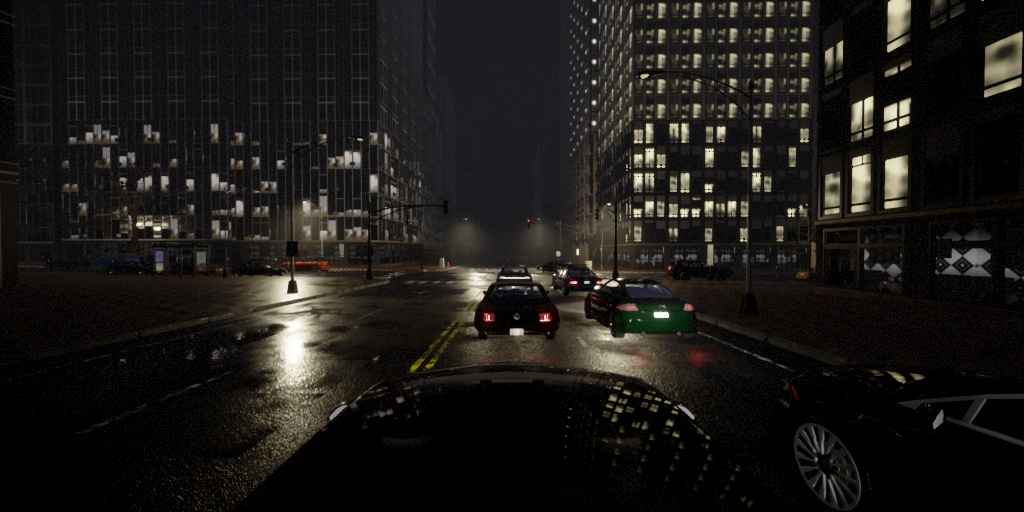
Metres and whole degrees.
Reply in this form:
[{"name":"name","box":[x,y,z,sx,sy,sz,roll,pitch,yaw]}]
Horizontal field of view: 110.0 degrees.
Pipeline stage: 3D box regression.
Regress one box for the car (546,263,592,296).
[{"name":"car","box":[3.409,1.287,19.396,2.033,1.411,5.357,0,0,-3]}]

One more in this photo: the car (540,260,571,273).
[{"name":"car","box":[5.021,1.216,40.909,1.837,1.490,4.892,-3,3,-40]}]

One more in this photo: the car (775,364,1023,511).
[{"name":"car","box":[3.339,1.242,1.337,2.128,1.511,4.902,0,0,0]}]

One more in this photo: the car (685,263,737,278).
[{"name":"car","box":[20.578,1.460,37.224,4.181,1.385,1.994,0,1,1]}]

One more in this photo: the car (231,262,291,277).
[{"name":"car","box":[-22.689,1.172,32.116,4.313,1.339,1.948,0,0,1]}]

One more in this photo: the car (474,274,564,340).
[{"name":"car","box":[0.110,1.347,9.941,1.895,1.301,4.718,0,0,0]}]

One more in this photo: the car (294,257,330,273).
[{"name":"car","box":[-21.957,0.868,38.005,4.553,1.767,2.097,0,1,1]}]

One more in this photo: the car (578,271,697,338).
[{"name":"car","box":[3.369,1.310,10.167,1.994,1.385,4.181,0,0,-1]}]

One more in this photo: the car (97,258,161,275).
[{"name":"car","box":[-34.053,1.068,32.440,4.313,1.339,1.948,0,0,1]}]

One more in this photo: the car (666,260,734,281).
[{"name":"car","box":[16.235,1.267,31.529,5.009,1.841,2.192,0,0,1]}]

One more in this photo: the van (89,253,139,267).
[{"name":"van","box":[-45.231,0.603,41.117,3.998,1.789,1.690,0,0,1]}]

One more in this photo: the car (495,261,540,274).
[{"name":"car","box":[0.123,1.232,19.197,2.128,1.511,4.902,0,0,0]}]

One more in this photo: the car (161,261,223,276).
[{"name":"car","box":[-28.373,1.137,32.258,4.207,1.307,1.802,0,0,1]}]

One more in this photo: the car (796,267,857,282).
[{"name":"car","box":[27.683,1.577,31.315,4.829,1.417,1.751,0,0,1]}]
